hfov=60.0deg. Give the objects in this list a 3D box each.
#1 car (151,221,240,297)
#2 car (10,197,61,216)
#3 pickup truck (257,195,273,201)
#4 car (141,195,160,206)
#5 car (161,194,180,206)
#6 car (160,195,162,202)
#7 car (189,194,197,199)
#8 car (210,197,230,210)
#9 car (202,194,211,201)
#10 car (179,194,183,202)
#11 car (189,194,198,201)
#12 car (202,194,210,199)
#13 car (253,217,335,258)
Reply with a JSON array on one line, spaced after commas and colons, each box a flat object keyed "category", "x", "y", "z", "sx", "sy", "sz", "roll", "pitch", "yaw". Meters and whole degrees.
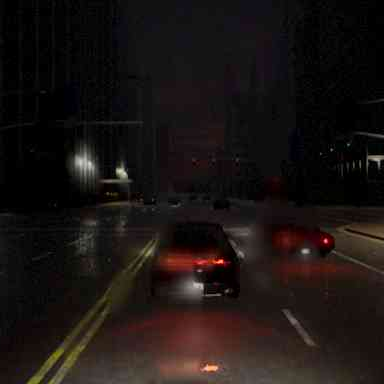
[{"category": "car", "x": 0.086, "y": 1.496, "z": 8.527, "sx": 1.837, "sy": 1.490, "sz": 4.892, "roll": 0, "pitch": 0, "yaw": 1}, {"category": "car", "x": -15.254, "y": 1.321, "z": 32.411, "sx": 4.553, "sy": 1.767, "sz": 2.097, "roll": 0, "pitch": 0, "yaw": 10}, {"category": "pickup truck", "x": 16.867, "y": 0.985, "z": 75.832, "sx": 2.390, "sy": 2.098, "sz": 6.274, "roll": 0, "pitch": 0, "yaw": 31}, {"category": "car", "x": -6.905, "y": 1.300, "z": 54.198, "sx": 2.097, "sy": 1.767, "sz": 4.553, "roll": 0, "pitch": 0, "yaw": 0}, {"category": "car", "x": -3.405, "y": 1.510, "z": 54.054, "sx": 1.994, "sy": 1.385, "sz": 4.181, "roll": 0, "pitch": 0, "yaw": 0}, {"category": "car", "x": -6.774, "y": 1.433, "z": 69.627, "sx": 1.837, "sy": 1.490, "sz": 4.892, "roll": 0, "pitch": 0, "yaw": 0}, {"category": "car", "x": 0.294, "y": 1.289, "z": 90.440, "sx": 1.994, "sy": 1.385, "sz": 4.181, "roll": 0, "pitch": 0, "yaw": 0}, {"category": "car", "x": 3.736, "y": 1.436, "z": 42.785, "sx": 1.882, "sy": 1.535, "sz": 5.008, "roll": 0, "pitch": 0, "yaw": 0}, {"category": "car", "x": 3.761, "y": 1.463, "z": 80.443, "sx": 1.994, "sy": 1.385, "sz": 4.181, "roll": 0, "pitch": 0, "yaw": 0}, {"category": "car", "x": -3.275, "y": 1.528, "z": 69.341, "sx": 1.895, "sy": 1.301, "sz": 4.718, "roll": 0, "pitch": 0, "yaw": 0}, {"category": "car", "x": 0.260, "y": 1.410, "z": 80.056, "sx": 1.837, "sy": 1.490, "sz": 4.892, "roll": 0, "pitch": 0, "yaw": 0}, {"category": "car", "x": 3.794, "y": 1.261, "z": 90.428, "sx": 1.812, "sy": 1.442, "sz": 4.674, "roll": 0, "pitch": 0, "yaw": 0}, {"category": "car", "x": 3.622, "y": 1.588, "z": 12.782, "sx": 1.895, "sy": 1.301, "sz": 4.718, "roll": 0, "pitch": 0, "yaw": 0}]
